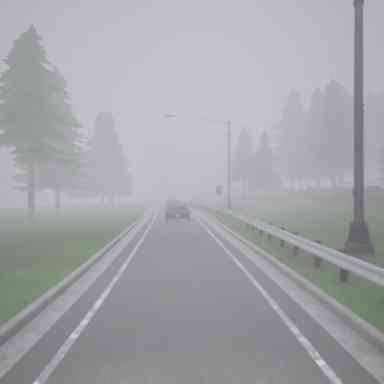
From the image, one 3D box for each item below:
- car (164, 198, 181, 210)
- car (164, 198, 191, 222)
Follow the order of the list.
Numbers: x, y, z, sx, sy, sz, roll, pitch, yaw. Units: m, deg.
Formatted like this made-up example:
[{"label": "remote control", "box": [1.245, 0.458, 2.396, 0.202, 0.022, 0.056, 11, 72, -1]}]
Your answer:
[{"label": "car", "box": [-2.548, 1.499, 42.865, 1.994, 1.385, 4.181, 0, 0, -5]}, {"label": "car", "box": [-1.142, 1.452, 25.765, 2.128, 1.511, 4.902, 0, 0, -4]}]
